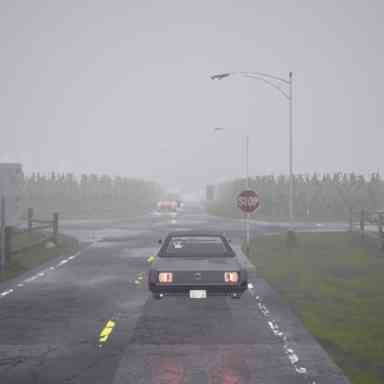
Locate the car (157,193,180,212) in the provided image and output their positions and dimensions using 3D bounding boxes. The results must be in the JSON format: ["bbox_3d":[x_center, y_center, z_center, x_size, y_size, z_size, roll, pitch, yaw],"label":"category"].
[{"bbox_3d":[-2.840,1.342,38.264,2.097,1.767,4.553,0,0,0],"label":"car"}]

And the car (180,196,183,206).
[{"bbox_3d":[-2.839,1.197,50.046,2.150,2.045,5.566,0,1,-1],"label":"car"}]

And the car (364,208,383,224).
[{"bbox_3d":[14.536,1.681,23.953,4.181,1.385,1.994,0,-1,0],"label":"car"}]

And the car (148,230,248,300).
[{"bbox_3d":[0.073,1.601,8.377,1.895,1.301,4.718,0,0,-1],"label":"car"}]

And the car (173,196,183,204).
[{"bbox_3d":[-2.772,1.492,66.367,1.812,1.442,4.674,0,0,0],"label":"car"}]
